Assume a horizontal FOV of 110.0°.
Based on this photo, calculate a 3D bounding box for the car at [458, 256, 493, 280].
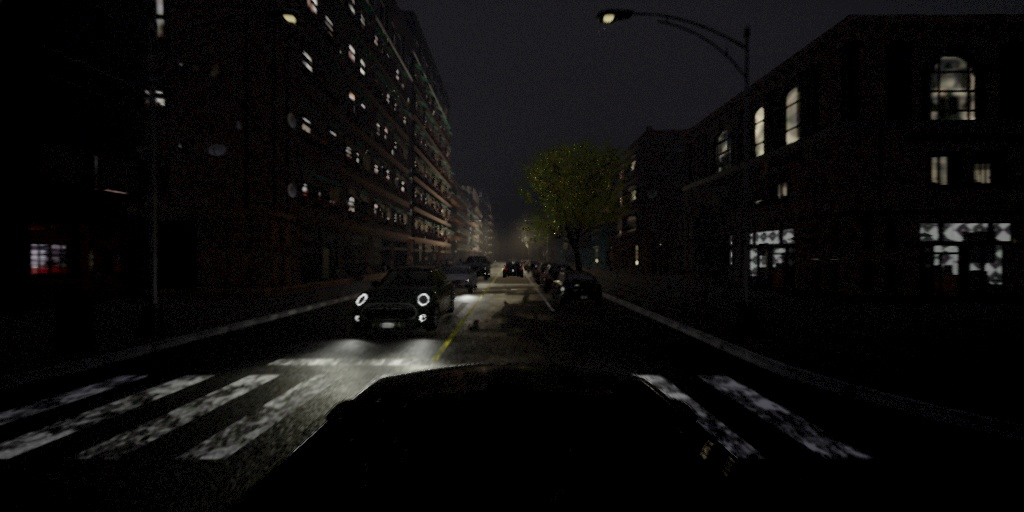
[{"bbox_3d":[-3.087,1.001,31.967,2.150,2.045,5.566,0,0,1],"label":"car"}]

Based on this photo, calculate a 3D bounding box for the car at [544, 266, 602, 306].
[{"bbox_3d":[2.692,1.312,15.579,2.007,1.370,4.403,0,0,0],"label":"car"}]

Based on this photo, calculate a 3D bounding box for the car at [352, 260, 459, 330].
[{"bbox_3d":[-3.071,1.109,11.038,2.097,1.767,4.553,0,0,-1],"label":"car"}]

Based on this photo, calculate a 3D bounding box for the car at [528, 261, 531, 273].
[{"bbox_3d":[2.693,1.362,32.669,1.802,1.307,4.207,0,0,0],"label":"car"}]

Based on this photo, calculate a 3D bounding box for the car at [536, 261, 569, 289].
[{"bbox_3d":[2.692,1.207,21.276,1.967,1.591,4.097,0,0,0],"label":"car"}]

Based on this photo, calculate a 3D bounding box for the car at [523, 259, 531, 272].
[{"bbox_3d":[2.695,1.349,44.062,2.007,1.370,4.403,0,0,0],"label":"car"}]

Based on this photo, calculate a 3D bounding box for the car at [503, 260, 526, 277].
[{"bbox_3d":[0.103,1.348,35.789,1.994,1.385,4.181,0,0,0],"label":"car"}]

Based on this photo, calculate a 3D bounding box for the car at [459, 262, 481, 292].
[{"bbox_3d":[-3.096,1.294,21.336,1.812,1.442,4.674,0,0,0],"label":"car"}]

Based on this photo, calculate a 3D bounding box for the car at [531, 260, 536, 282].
[{"bbox_3d":[2.693,1.213,26.972,1.967,1.591,4.097,0,0,0],"label":"car"}]
